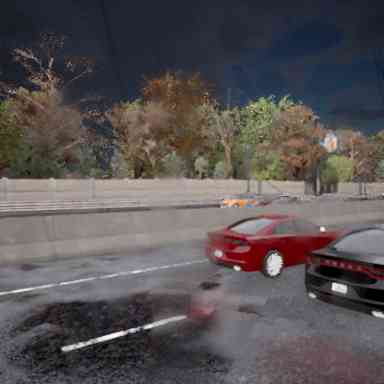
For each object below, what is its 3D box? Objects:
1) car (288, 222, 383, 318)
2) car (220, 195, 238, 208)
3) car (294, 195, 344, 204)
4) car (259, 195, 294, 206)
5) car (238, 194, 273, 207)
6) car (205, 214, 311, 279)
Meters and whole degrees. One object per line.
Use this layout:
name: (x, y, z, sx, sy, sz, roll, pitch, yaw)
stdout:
car: (4.437, 1.405, 6.907, 5.008, 1.535, 1.882, -1, 0, -35)
car: (5.409, 1.102, 37.930, 4.553, 1.767, 2.097, -1, 0, -35)
car: (11.588, 1.100, 29.443, 4.553, 1.767, 2.097, -1, 0, -35)
car: (9.021, 1.259, 31.913, 4.892, 1.490, 1.837, -1, 0, -35)
car: (7.564, 1.100, 35.169, 4.553, 1.767, 2.097, -1, 0, -35)
car: (2.691, 1.402, 9.961, 5.008, 1.535, 1.882, -1, 0, -35)
